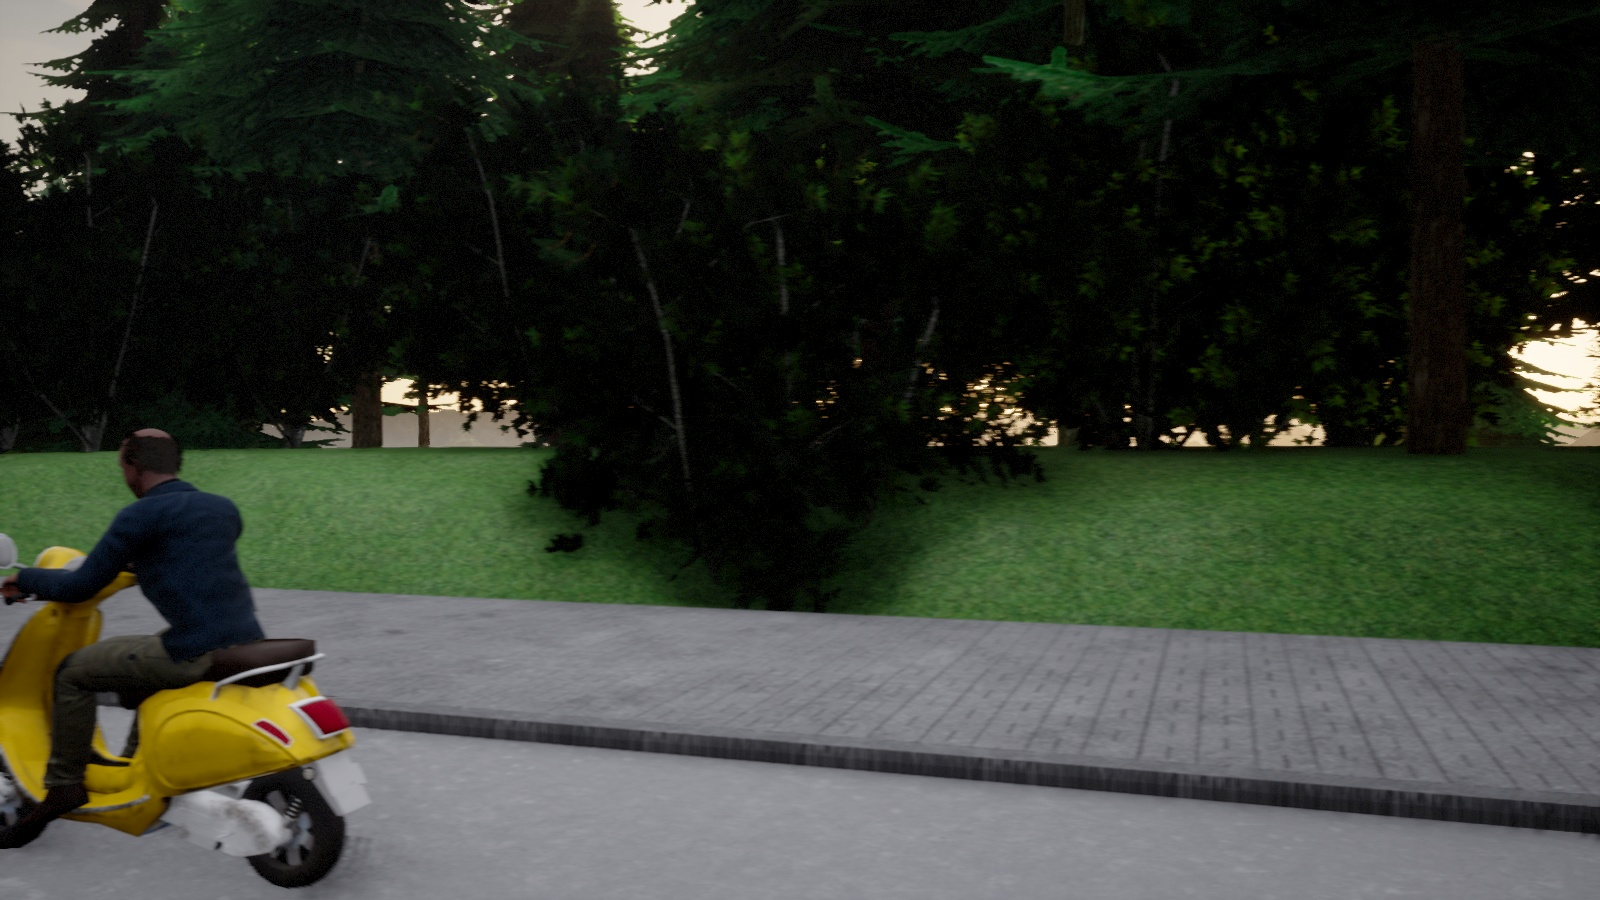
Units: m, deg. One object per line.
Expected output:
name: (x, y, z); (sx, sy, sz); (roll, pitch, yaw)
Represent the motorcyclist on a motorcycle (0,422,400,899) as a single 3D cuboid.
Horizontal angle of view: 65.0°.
motorcyclist on a motorcycle: (-2.490, 0.698, 4.557); (1.817, 1.590, 0.866); (1, 1, 19)
